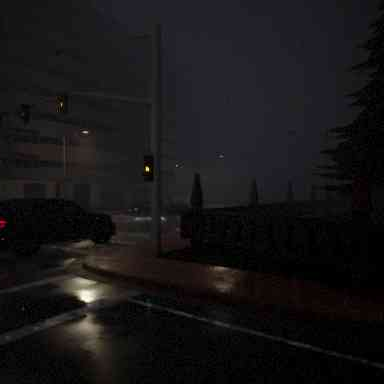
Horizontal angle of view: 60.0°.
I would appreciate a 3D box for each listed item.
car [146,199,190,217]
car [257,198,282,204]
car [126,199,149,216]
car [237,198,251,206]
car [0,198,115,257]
[{"bbox_3d":[-1.923,1.606,31.507,1.994,1.385,4.181,0,0,35],"label":"car"},{"bbox_3d":[12.342,1.590,51.942,2.033,1.411,5.357,0,0,35],"label":"car"},{"bbox_3d":[-4.594,1.544,33.799,1.837,1.490,4.892,0,0,35],"label":"car"},{"bbox_3d":[8.891,1.604,53.120,1.994,1.385,4.181,0,0,36],"label":"car"},{"bbox_3d":[-5.726,1.271,13.555,2.150,2.045,5.566,0,0,35],"label":"car"}]
